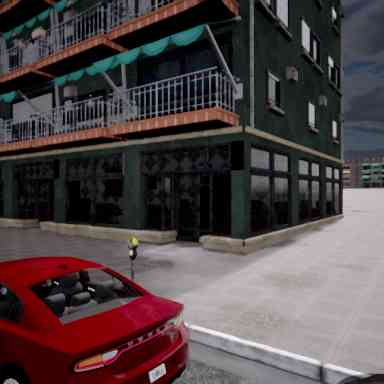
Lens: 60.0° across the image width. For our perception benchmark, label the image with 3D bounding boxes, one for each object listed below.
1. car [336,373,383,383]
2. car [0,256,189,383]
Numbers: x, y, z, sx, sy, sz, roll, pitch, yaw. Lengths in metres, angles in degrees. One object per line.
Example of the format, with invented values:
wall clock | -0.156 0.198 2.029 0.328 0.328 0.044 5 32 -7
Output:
car | 2.460 1.566 1.129 4.313 1.339 1.947 0 0 35
car | -2.138 1.544 4.389 4.507 1.381 1.887 0 0 35
